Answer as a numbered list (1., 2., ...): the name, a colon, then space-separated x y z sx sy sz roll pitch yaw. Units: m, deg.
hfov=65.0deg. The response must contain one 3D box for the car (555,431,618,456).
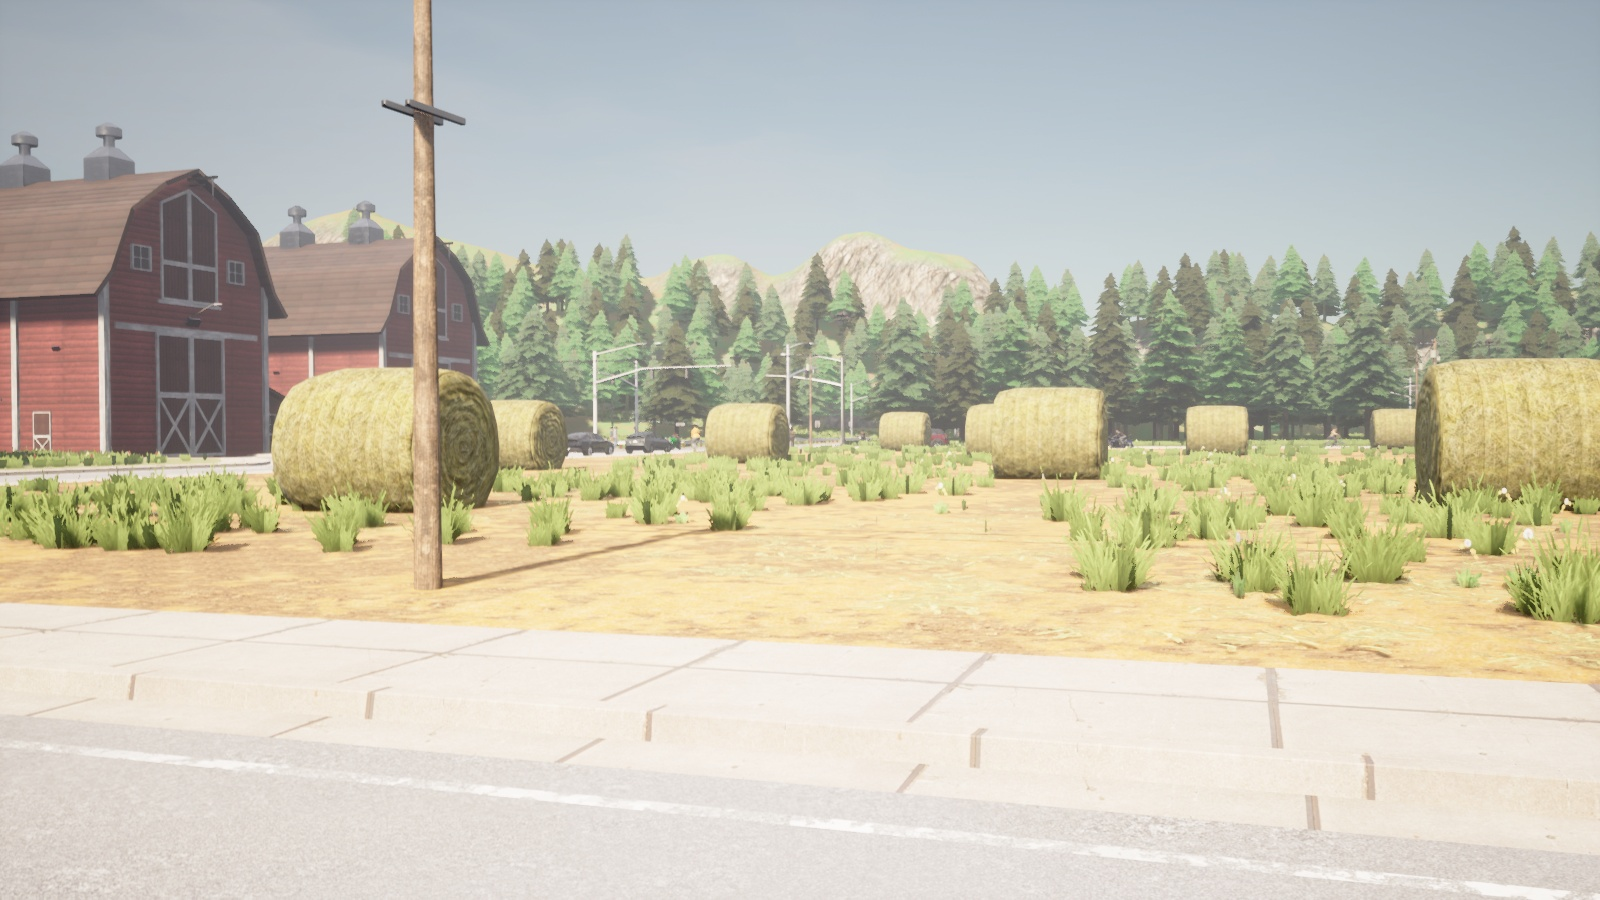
1. car: -13.171 -0.447 77.644 1.837 1.490 4.892 0 1 17

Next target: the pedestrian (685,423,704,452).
1. pedestrian: -6.855 -0.838 81.805 0.900 1.855 0.874 1 1 42

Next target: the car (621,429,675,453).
1. car: -10.432 -0.639 86.371 2.007 1.525 4.514 1 1 17
